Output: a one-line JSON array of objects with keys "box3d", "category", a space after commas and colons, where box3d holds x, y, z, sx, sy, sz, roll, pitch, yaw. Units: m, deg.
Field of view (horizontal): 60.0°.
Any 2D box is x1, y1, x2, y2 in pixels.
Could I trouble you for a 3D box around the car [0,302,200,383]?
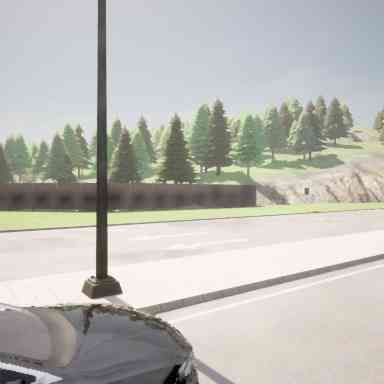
[{"box3d": [-2.159, 1.492, 2.217, 4.902, 1.511, 2.128, 0, 0, -35], "category": "car"}]
